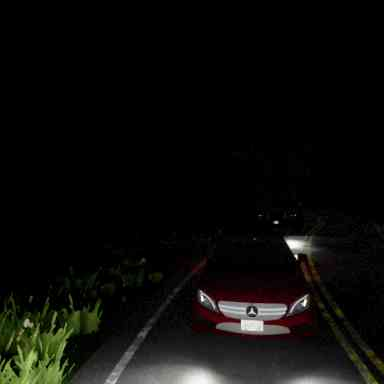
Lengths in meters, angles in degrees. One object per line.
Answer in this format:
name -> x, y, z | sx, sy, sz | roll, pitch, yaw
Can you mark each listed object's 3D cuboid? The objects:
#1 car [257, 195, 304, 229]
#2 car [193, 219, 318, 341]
car -> 5.391, 1.211, 19.824 | 2.150, 2.045, 5.566 | -2, -1, 22
car -> 1.234, 1.535, 6.760 | 1.812, 1.442, 4.674 | -1, 0, 11
